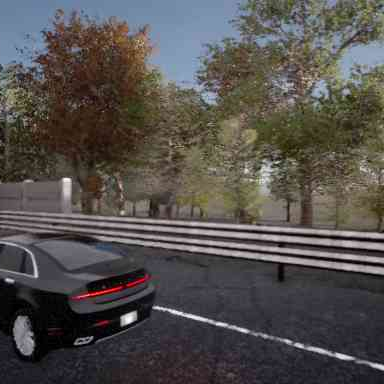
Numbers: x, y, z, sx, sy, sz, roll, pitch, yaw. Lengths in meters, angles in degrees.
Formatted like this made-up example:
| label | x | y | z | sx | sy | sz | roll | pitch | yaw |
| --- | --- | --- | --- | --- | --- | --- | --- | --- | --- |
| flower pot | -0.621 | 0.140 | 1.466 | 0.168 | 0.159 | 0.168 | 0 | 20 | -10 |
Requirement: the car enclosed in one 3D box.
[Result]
| label | x | y | z | sx | sy | sz | roll | pitch | yaw |
| --- | --- | --- | --- | --- | --- | --- | --- | --- | --- |
| car | -2.841 | 1.487 | 5.939 | 4.892 | 1.490 | 1.837 | 0 | 0 | 35 |
